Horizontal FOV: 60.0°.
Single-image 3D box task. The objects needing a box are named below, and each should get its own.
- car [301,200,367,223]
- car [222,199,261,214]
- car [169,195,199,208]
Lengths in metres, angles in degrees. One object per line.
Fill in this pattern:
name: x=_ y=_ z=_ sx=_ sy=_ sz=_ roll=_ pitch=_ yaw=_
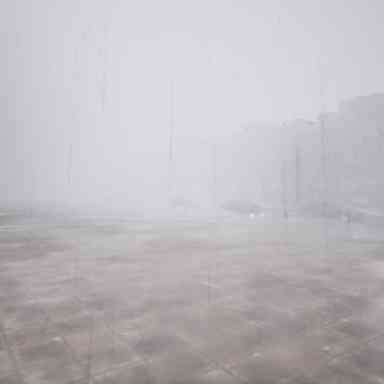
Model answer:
car: x=10.638 y=1.426 z=25.247 sx=1.837 sy=1.490 sz=4.892 roll=-2 pitch=2 yaw=-35
car: x=4.897 y=1.376 z=33.368 sx=1.994 sy=1.385 sz=4.181 roll=-2 pitch=2 yaw=-36
car: x=-1.016 y=1.188 z=41.751 sx=2.128 sy=1.511 sz=4.902 roll=-2 pitch=2 yaw=-35
